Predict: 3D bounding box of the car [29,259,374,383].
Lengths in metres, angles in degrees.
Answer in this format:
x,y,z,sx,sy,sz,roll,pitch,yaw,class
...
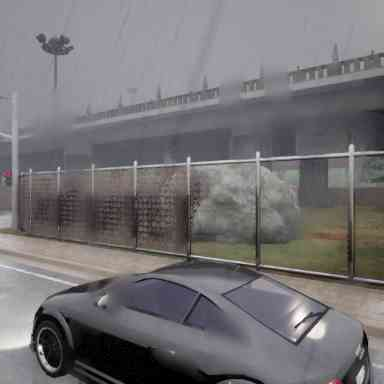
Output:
x,y,z,sx,sy,sz,roll,pitch,yaw,class
-0.146,1.564,4.094,4.181,1.385,1.994,0,0,36,car

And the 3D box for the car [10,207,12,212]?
x,y,z,sx,sy,sz,roll,pitch,yaw,class
-15.513,1.277,34.198,2.150,2.045,5.566,0,0,35,car
